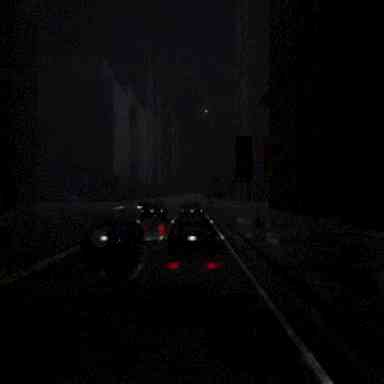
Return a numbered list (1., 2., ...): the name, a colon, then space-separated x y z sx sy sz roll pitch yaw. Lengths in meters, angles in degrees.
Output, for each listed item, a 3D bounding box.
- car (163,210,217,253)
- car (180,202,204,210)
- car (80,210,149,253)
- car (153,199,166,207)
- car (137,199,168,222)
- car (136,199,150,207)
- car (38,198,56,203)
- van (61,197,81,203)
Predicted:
1. car: 0.008 1.698 14.311 1.994 1.385 4.181 0 0 0
2. car: 0.008 1.616 29.064 2.097 1.767 4.553 0 -1 0
3. car: -3.244 1.697 14.300 1.994 1.385 4.181 0 0 0
4. car: -6.495 2.099 66.621 2.128 1.511 4.902 0 0 0
5. car: -3.242 1.616 29.068 2.097 1.767 4.553 0 -1 0
6. car: -9.738 2.134 66.599 2.033 1.411 5.357 0 0 0
7. car: -36.178 2.225 82.888 4.206 1.307 1.802 0 0 0
8. van: -30.528 2.013 82.882 3.998 1.788 1.690 0 0 0
